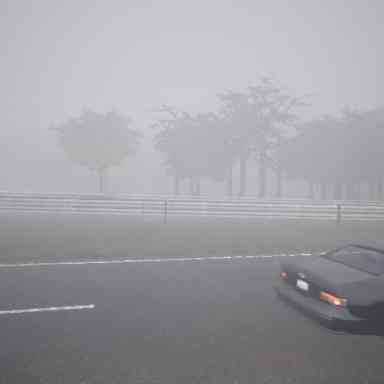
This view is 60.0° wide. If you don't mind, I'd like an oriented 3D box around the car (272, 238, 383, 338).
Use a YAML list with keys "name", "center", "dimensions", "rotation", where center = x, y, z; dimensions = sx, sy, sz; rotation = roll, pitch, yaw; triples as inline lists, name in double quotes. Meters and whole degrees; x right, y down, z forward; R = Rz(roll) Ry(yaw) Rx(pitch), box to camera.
- name: "car"
  center: [4.177, 1.570, 5.967]
  dimensions: [5.357, 1.411, 2.033]
  rotation: [1, 1, -15]

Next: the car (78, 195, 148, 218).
- name: "car"
  center: [-5.588, 0.973, 23.734]
  dimensions: [4.892, 1.490, 1.837]
  rotation: [1, 2, 4]
